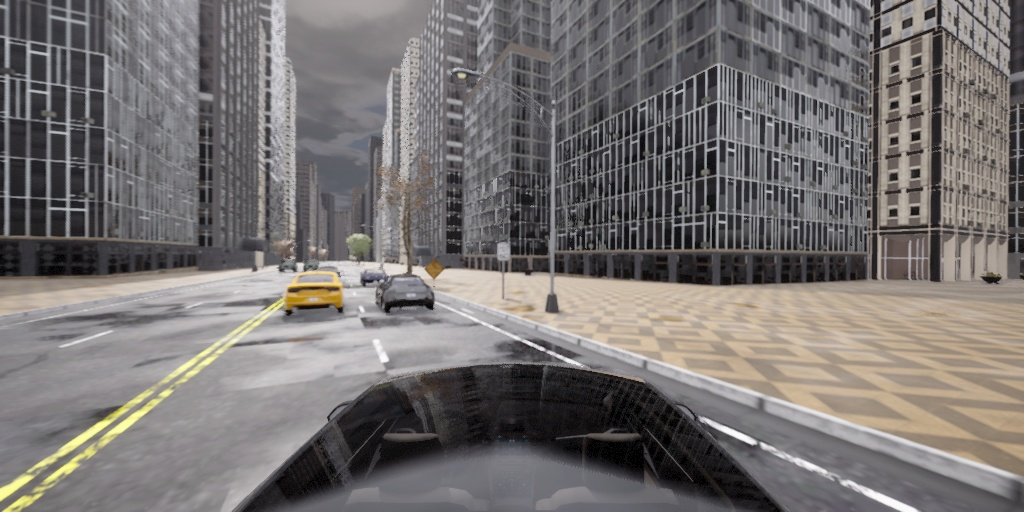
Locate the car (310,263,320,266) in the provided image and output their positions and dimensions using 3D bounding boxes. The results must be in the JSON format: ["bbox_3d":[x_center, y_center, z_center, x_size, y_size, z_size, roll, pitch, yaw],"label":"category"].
[{"bbox_3d":[-14.094,1.538,27.499,1.837,1.490,4.892,0,0,-25],"label":"car"}]

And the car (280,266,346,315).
[{"bbox_3d":[-7.913,1.368,14.650,1.882,1.535,5.008,0,0,-25],"label":"car"}]

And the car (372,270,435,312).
[{"bbox_3d":[-4.643,1.464,15.328,1.994,1.385,4.181,0,-1,-25],"label":"car"}]

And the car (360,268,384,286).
[{"bbox_3d":[-11.050,1.646,28.661,1.895,1.301,4.718,0,-1,-25],"label":"car"}]

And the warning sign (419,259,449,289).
[{"bbox_3d":[-4.867,1.093,22.334,1.300,1.860,1.060,0,0,-26],"label":"warning sign"}]
